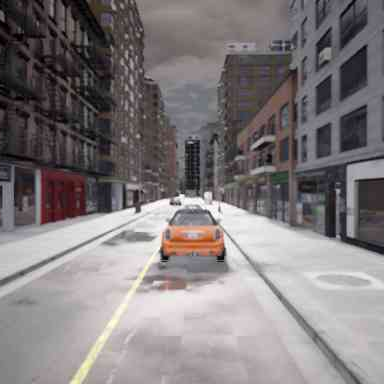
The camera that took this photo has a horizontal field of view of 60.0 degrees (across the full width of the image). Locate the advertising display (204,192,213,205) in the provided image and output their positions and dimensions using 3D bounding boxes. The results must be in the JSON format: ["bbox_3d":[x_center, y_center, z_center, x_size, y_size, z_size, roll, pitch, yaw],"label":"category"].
[{"bbox_3d":[3.040,1.209,61.980,1.540,2.440,0.280,0,0,0],"label":"advertising display"}]

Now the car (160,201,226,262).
[{"bbox_3d":[0.051,1.395,12.517,2.097,1.767,4.553,0,0,1],"label":"car"}]

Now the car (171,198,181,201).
[{"bbox_3d":[-2.784,1.736,57.275,1.994,1.385,4.181,0,0,0],"label":"car"}]

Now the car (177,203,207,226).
[{"bbox_3d":[0.033,1.632,25.437,2.033,1.411,5.357,0,0,1],"label":"car"}]
